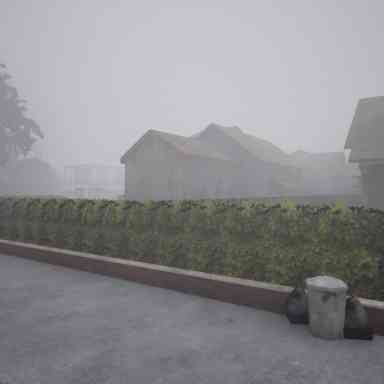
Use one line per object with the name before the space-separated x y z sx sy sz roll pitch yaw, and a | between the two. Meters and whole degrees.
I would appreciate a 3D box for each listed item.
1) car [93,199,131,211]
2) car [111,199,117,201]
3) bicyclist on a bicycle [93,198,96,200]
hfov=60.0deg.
car | -10.258 1.601 42.842 1.895 1.301 4.718 0 0 35
car | -6.496 1.356 25.693 5.357 1.415 2.033 0 0 38
bicyclist on a bicycle | -8.795 1.349 30.383 1.656 1.620 0.582 0 0 35
